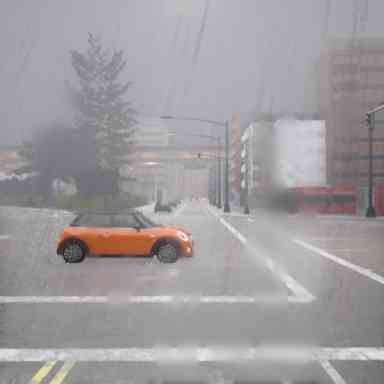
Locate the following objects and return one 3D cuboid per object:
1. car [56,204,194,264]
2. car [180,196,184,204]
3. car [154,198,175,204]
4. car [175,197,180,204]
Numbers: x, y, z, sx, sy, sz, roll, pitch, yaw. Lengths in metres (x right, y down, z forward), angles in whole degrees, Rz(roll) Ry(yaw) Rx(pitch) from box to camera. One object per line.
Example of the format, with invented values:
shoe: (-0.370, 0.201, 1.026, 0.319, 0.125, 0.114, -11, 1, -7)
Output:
car: (-2.193, 1.440, 11.651, 4.553, 1.767, 2.097, 0, 0, 0)
car: (-3.337, 1.944, 69.184, 1.994, 1.385, 4.181, 0, 0, 0)
car: (-3.505, 1.717, 40.784, 1.882, 1.535, 5.008, 0, 0, 0)
car: (-3.461, 1.922, 54.677, 1.895, 1.301, 4.718, 0, 0, 0)
